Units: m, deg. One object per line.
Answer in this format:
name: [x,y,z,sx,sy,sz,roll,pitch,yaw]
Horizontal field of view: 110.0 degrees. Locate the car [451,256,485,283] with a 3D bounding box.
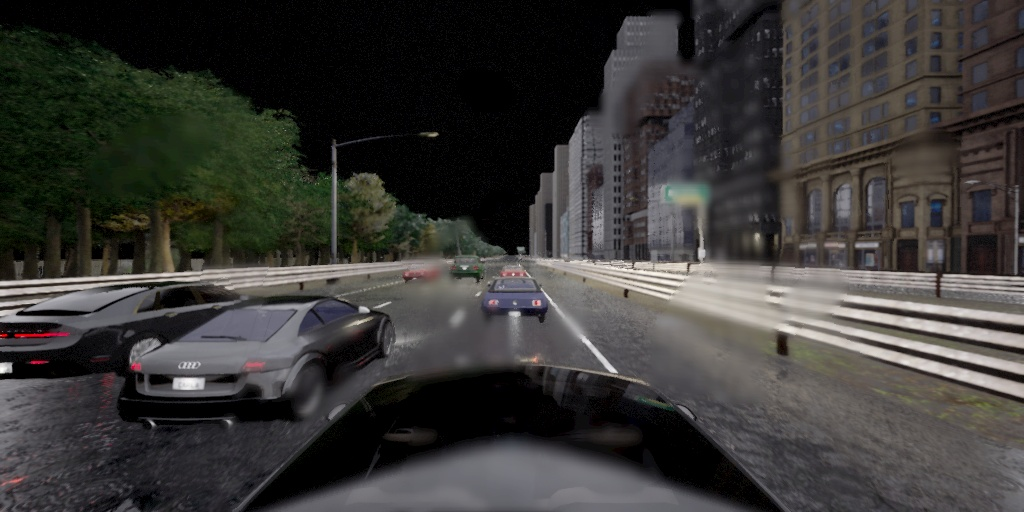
car: [-3.406,0.989,28.426,2.150,2.045,5.566,0,0,0]

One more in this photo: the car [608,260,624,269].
car: [16.987,1.438,60.460,2.163,1.488,4.792,0,0,-19]

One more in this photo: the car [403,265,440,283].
car: [-6.906,1.368,27.906,1.895,1.301,4.718,0,0,0]

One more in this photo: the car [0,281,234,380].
car: [-6.910,1.259,7.290,1.837,1.490,4.892,0,0,0]

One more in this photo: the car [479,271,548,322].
car: [0.097,1.357,12.339,1.895,1.301,4.718,0,0,0]

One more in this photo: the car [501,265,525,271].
car: [0.094,1.368,27.851,1.895,1.301,4.718,0,0,0]

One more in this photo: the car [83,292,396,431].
car: [-3.409,1.316,5.792,1.994,1.385,4.181,0,0,0]
